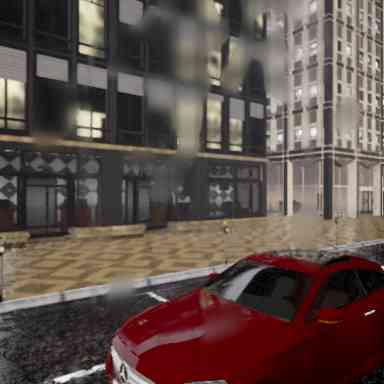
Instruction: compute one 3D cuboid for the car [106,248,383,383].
[{"bbox_3d":[1.271,1.532,4.285,4.674,1.442,1.812,0,0,-35],"label":"car"}]
